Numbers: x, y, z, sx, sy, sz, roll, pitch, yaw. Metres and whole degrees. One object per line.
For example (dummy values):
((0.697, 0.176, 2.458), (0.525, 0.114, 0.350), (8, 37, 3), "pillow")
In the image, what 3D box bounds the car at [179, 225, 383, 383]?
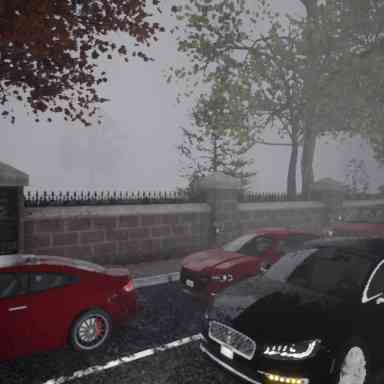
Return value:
((2.356, 1.513, 5.072), (4.892, 1.490, 1.837), (0, 0, -36), "car")

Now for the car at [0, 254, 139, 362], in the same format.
((-2.790, 1.582, 4.569), (4.206, 1.307, 1.802), (0, 0, -36), "car")

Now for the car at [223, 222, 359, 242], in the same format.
((1.785, 1.555, 7.851), (4.507, 1.381, 1.887), (0, 0, -36), "car")

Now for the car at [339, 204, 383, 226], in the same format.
((6.362, 1.336, 11.134), (5.009, 1.841, 2.192), (0, 0, -36), "car")
